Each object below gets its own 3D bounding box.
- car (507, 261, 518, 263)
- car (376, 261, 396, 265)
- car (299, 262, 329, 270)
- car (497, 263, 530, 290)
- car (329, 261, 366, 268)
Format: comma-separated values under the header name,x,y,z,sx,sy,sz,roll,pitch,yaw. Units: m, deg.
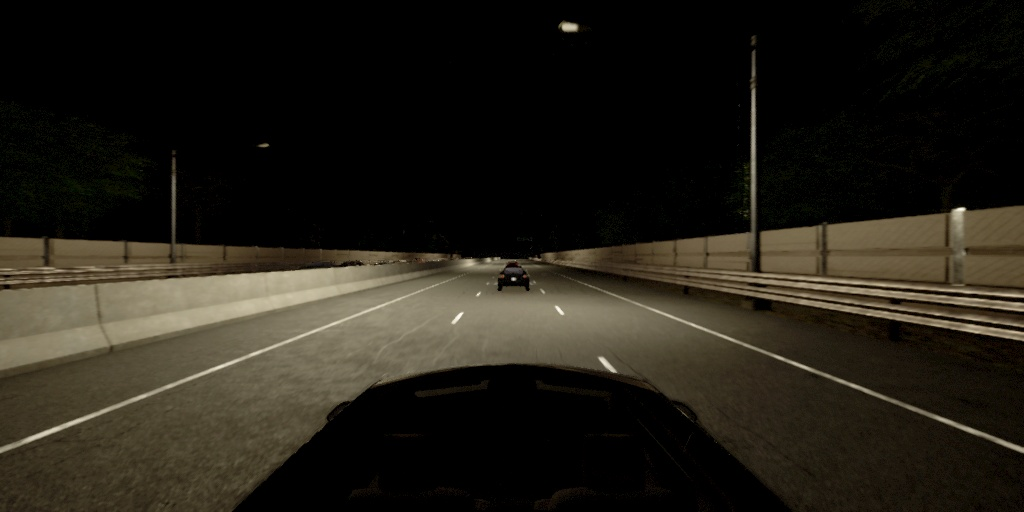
name,x,y,z,sx,sy,sz,roll,pitch,yaw
car,0.085,1.449,63.666,1.895,1.301,4.718,0,0,0
car,-14.070,1.321,40.208,1.812,1.442,4.674,0,0,0
car,-21.066,1.341,39.424,2.033,1.411,5.357,0,0,1
car,0.093,1.328,22.871,1.994,1.385,4.181,0,0,0
car,-17.581,1.296,39.236,1.837,1.490,4.892,0,0,0
